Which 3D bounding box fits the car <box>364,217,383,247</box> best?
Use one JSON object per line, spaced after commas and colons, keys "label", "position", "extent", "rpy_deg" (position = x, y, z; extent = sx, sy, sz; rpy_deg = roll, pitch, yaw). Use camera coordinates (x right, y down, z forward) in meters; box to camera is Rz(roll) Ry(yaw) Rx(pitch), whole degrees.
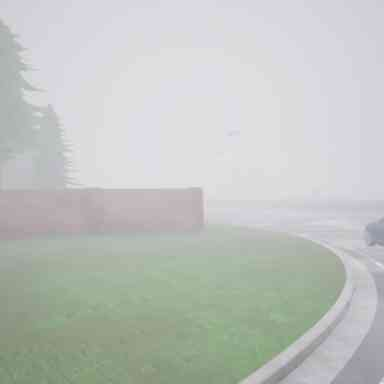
{"label": "car", "position": [7.960, 1.468, 12.151], "extent": [1.882, 1.535, 5.008], "rpy_deg": [-1, 0, 11]}
